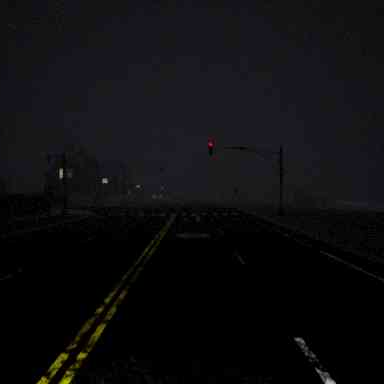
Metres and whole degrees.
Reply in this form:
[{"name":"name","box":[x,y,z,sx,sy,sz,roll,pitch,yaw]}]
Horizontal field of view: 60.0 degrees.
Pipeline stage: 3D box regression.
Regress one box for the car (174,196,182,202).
[{"name":"car","box":[-3.273,1.561,80.333,2.033,1.411,5.357,0,0,0]}]
